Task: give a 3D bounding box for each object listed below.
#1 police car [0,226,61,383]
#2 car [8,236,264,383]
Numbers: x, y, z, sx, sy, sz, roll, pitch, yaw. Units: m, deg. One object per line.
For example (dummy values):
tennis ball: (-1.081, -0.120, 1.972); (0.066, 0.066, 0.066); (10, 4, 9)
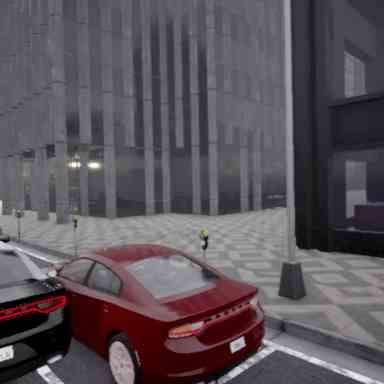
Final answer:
police car: (-3.696, 1.431, 5.154); (1.930, 1.638, 5.238); (-2, 1, -44)
car: (-1.065, 1.484, 5.115); (1.887, 1.381, 4.507); (-3, 1, -44)
